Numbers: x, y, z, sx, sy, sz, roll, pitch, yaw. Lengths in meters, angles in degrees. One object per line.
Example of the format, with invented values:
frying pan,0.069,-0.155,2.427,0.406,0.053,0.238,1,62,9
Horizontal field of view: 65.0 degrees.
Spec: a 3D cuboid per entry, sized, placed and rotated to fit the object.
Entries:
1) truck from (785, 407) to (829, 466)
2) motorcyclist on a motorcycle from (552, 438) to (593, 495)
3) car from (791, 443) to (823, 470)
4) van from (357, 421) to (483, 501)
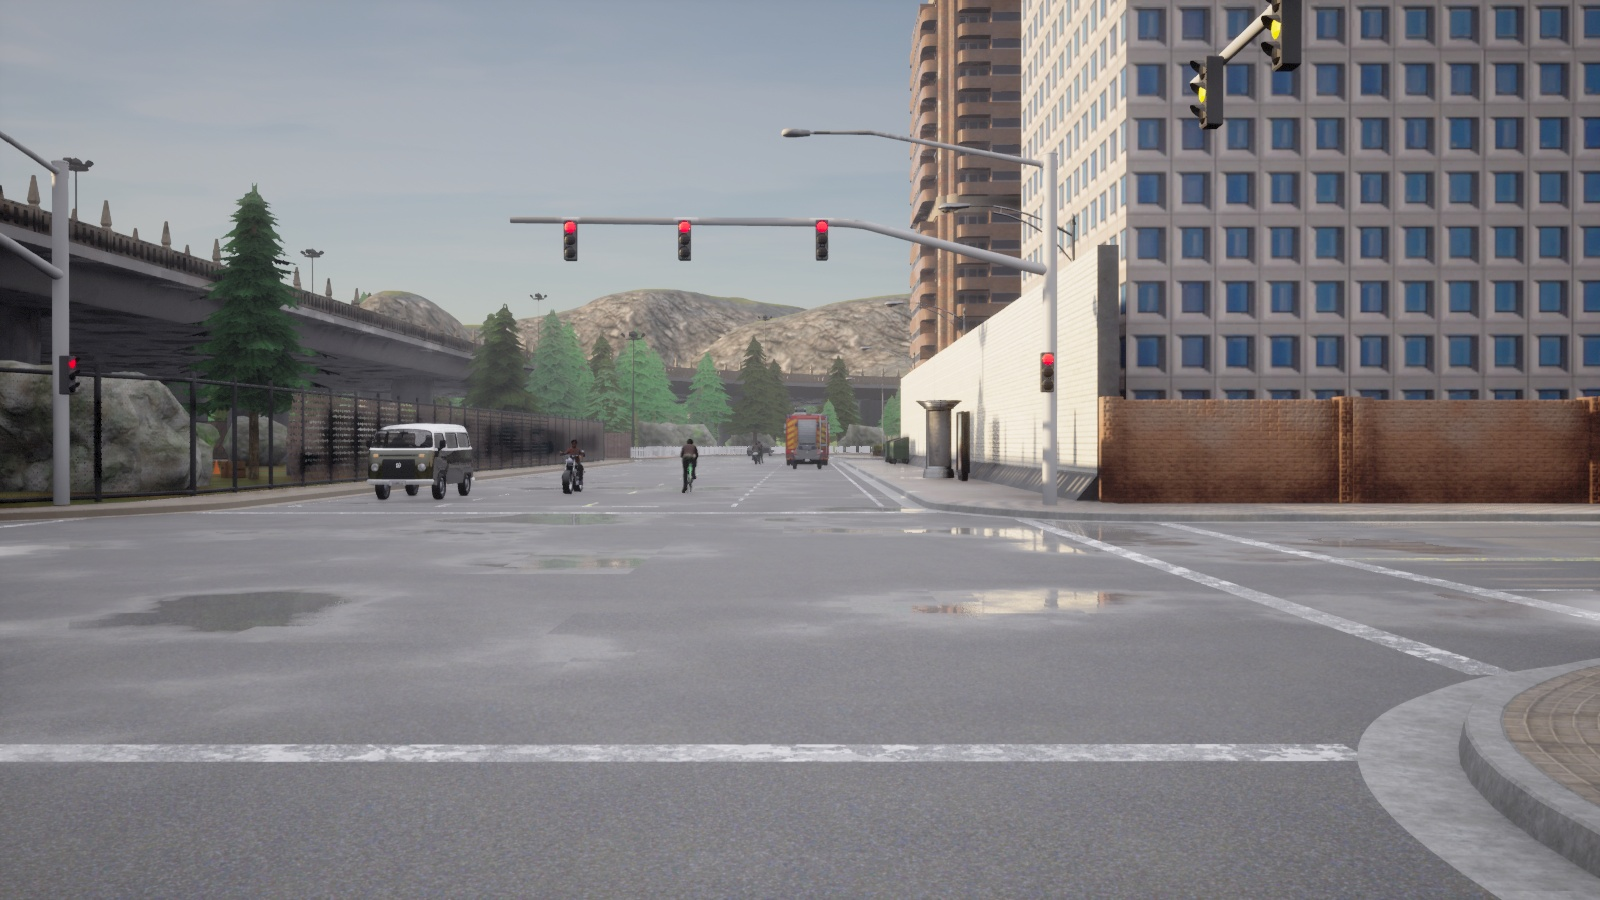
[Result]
truck,0.489,-0.908,86.893,2.891,3.827,8.468,0,0,0
motorcyclist on a motorcycle,-6.781,0.480,37.514,0.766,1.649,2.350,0,0,0
car,0.411,0.351,72.729,1.845,1.501,3.633,0,0,0
van,-10.298,0.267,34.391,2.069,2.038,4.480,0,0,0
